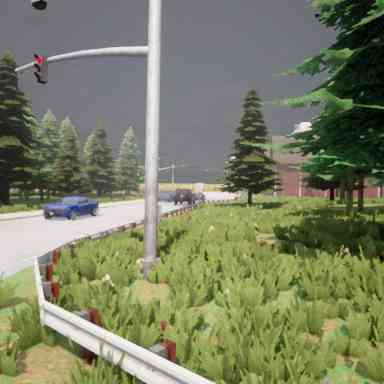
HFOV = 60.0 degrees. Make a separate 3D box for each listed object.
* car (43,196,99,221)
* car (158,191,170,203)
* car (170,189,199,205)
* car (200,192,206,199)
[{"bbox_3d":[-8.207,1.042,23.018,1.882,1.535,5.008,1,1,11],"label":"car"},{"bbox_3d":[-3.822,0.615,48.210,2.097,1.767,4.553,1,1,9],"label":"car"},{"bbox_3d":[-0.834,0.618,43.623,2.150,2.045,5.566,1,1,9],"label":"car"},{"bbox_3d":[1.241,0.775,57.384,2.033,1.411,5.357,1,1,9],"label":"car"}]
